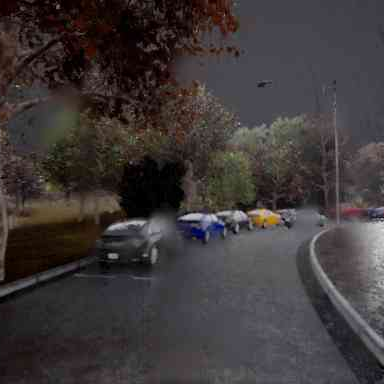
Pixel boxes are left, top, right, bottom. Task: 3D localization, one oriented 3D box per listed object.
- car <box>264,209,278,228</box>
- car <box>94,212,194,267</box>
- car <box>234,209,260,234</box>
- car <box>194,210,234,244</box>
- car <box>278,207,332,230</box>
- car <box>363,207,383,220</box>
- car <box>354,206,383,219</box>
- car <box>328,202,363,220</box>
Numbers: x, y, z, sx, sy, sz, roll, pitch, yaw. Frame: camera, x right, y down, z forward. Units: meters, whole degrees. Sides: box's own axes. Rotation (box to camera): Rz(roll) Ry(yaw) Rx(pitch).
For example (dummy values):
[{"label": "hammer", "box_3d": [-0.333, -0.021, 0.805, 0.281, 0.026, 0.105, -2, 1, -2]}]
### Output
[{"label": "car", "box_3d": [9.404, 2.313, 31.920, 2.231, 1.521, 4.892, -4, -4, 44]}, {"label": "car", "box_3d": [-1.721, 1.649, 12.154, 2.231, 1.521, 4.892, -1, -1, 15]}, {"label": "car", "box_3d": [2.718, 1.956, 22.798, 2.231, 1.521, 4.892, -2, -3, 27]}, {"label": "car", "box_3d": [0.417, 1.786, 17.609, 2.097, 1.535, 5.008, -1, -3, 21]}, {"label": "car", "box_3d": [8.685, 2.061, 25.253, 2.033, 1.411, 5.357, -3, -3, 35]}, {"label": "car", "box_3d": [21.528, 2.367, 37.079, 4.674, 1.442, 1.812, 1, -4, -34]}, {"label": "car", "box_3d": [23.260, 2.597, 42.404, 5.008, 1.535, 2.097, 0, -4, -29]}, {"label": "car", "box_3d": [18.130, 2.272, 39.309, 5.566, 2.045, 2.435, 1, -4, -35]}]
